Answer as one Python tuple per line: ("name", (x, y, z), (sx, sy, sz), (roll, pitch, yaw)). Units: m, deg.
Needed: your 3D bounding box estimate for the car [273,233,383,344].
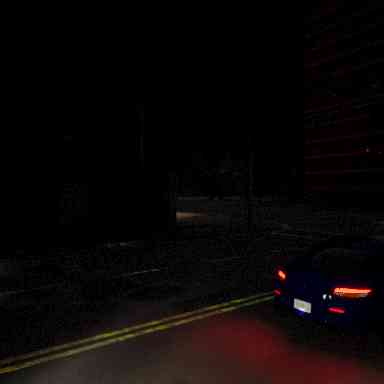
("car", (3.520, 1.526, 6.281), (4.674, 1.442, 1.812), (0, 0, -35))
